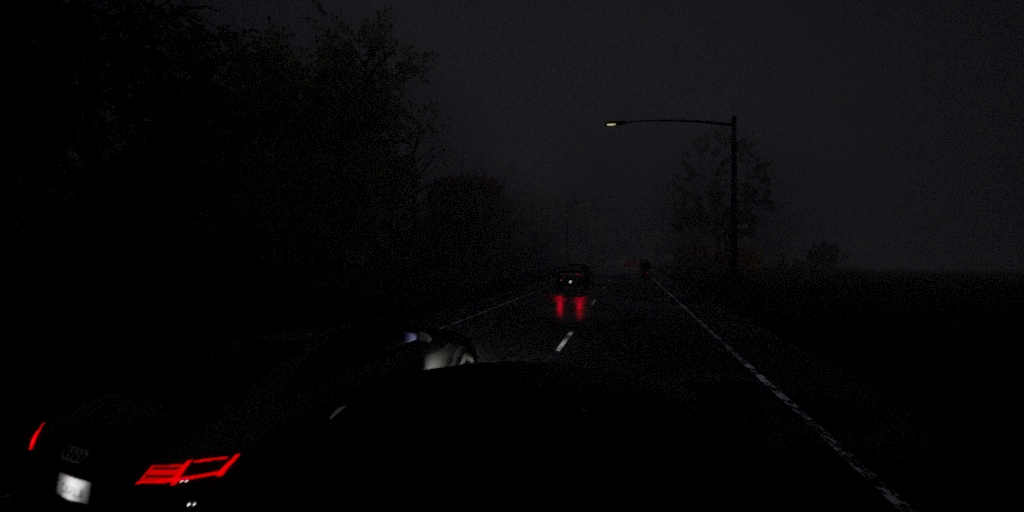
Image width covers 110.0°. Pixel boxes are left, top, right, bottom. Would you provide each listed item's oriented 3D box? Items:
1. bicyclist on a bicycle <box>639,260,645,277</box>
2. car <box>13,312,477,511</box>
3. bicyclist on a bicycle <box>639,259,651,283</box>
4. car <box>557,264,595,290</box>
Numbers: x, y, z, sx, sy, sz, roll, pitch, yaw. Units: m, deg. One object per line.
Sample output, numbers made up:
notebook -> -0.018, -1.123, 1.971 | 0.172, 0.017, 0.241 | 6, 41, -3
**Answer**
bicyclist on a bicycle -> 12.794, 1.210, 35.312 | 0.582, 1.620, 1.656 | 0, 0, 18
car -> -1.927, 1.314, 3.989 | 1.994, 1.385, 4.181 | 0, 0, 18
bicyclist on a bicycle -> 10.085, 1.126, 26.940 | 0.659, 1.776, 1.843 | 0, 0, 18
car -> 4.051, 1.245, 22.473 | 2.128, 1.511, 4.902 | 0, 0, 18
